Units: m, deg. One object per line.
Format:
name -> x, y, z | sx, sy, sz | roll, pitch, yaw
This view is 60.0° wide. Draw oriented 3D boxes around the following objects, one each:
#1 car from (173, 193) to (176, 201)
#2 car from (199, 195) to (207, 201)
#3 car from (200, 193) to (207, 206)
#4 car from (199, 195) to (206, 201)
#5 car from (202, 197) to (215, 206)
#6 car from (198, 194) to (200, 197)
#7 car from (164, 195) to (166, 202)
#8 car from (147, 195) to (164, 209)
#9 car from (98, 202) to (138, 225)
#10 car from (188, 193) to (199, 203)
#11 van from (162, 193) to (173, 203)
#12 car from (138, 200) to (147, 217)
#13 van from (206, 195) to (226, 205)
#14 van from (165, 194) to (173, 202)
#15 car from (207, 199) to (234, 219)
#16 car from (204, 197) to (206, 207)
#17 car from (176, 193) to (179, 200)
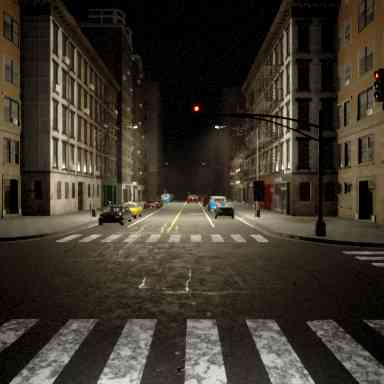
car -> -5.333, 1.310, 72.213 | 2.192, 1.841, 5.009 | 0, 0, 0
car -> 2.770, 1.539, 83.016 | 1.887, 1.381, 4.507 | 0, 0, 0
car -> 2.716, 1.311, 50.578 | 2.192, 1.841, 5.009 | 0, 0, 0
car -> 2.779, 1.560, 88.422 | 1.947, 1.339, 4.313 | 0, 0, 0
car -> 2.725, 1.562, 55.984 | 1.947, 1.339, 4.313 | 0, 0, 0
car -> 2.743, 1.521, 66.966 | 1.752, 1.417, 4.829 | 0, 0, 0
car -> -5.344, 1.521, 50.418 | 1.752, 1.417, 4.829 | 0, 0, 0
car -> -5.347, 1.436, 45.182 | 1.967, 1.590, 4.097 | 0, 0, 0
car -> -5.357, 1.549, 23.557 | 2.008, 1.369, 4.403 | 0, 0, 0
car -> 0.192, 1.347, 67.595 | 2.097, 1.767, 4.553 | 0, 0, 0
van -> -5.336, 1.337, 66.807 | 1.690, 1.788, 3.998 | 0, 0, 0
car -> -5.355, 1.523, 28.794 | 1.752, 1.417, 4.829 | 0, 0, 0
van -> 2.689, 1.338, 34.359 | 1.690, 1.788, 3.998 | 0, 0, 0
van -> -5.331, 1.336, 77.620 | 1.690, 1.788, 3.998 | 0, 0, 0
car -> 2.680, 1.548, 28.953 | 2.008, 1.369, 4.403 | 0, 0, 0
car -> 2.698, 1.578, 39.766 | 1.802, 1.307, 4.206 | 0, 0, 0
car -> -5.325, 1.545, 88.432 | 2.008, 1.369, 4.403 | 0, 0, 0
